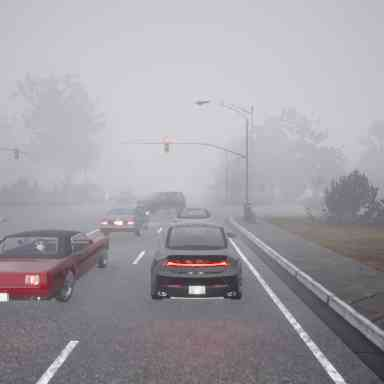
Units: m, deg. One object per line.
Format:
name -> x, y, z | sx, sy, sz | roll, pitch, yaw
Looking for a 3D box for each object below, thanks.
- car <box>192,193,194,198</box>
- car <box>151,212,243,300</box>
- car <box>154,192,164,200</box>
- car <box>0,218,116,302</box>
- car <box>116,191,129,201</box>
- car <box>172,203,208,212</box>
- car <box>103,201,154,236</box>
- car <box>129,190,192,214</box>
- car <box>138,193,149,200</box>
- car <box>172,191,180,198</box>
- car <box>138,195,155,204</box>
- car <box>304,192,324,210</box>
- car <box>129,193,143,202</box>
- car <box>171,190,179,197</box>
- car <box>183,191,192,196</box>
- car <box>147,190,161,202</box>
car -> -0.671, 0.783, 85.235 | 1.994, 1.385, 4.181 | 0, 1, -4
car -> 0.088, 1.473, 8.315 | 1.837, 1.490, 4.892 | 0, 0, 0
car -> -7.237, 0.876, 73.642 | 1.882, 1.535, 5.008 | 0, 1, -1
car -> -3.413, 1.570, 8.135 | 1.895, 1.301, 4.718 | 0, 0, 0
car -> -10.691, 0.821, 53.796 | 2.150, 2.045, 5.566 | 0, 0, 0
car -> 0.080, 1.497, 17.628 | 1.895, 1.301, 4.718 | 0, 0, 0
car -> -3.446, 1.442, 17.724 | 2.033, 1.411, 5.357 | 0, 0, -1
car -> -3.052, 0.993, 32.836 | 5.566, 2.045, 2.150 | 0, 0, -44
car -> -10.742, 0.991, 73.769 | 1.895, 1.301, 4.718 | 0, 1, -1
car -> -4.143, 0.602, 84.681 | 2.097, 1.767, 4.553 | 0, 1, -4
car -> -7.192, 1.151, 53.277 | 2.033, 1.411, 5.357 | 0, 0, 0
car -> 15.685, 0.947, 38.471 | 5.566, 2.045, 2.150 | 0, 0, -4
car -> -10.676, 0.987, 63.683 | 1.882, 1.535, 5.008 | 0, 1, 0
car -> -4.912, 0.451, 94.749 | 2.097, 1.767, 4.553 | 0, 1, -7
car -> -1.424, 0.465, 95.112 | 2.033, 1.411, 5.357 | 0, 1, -7
car -> -7.166, 0.733, 63.452 | 2.150, 2.045, 5.566 | 0, 1, -1
